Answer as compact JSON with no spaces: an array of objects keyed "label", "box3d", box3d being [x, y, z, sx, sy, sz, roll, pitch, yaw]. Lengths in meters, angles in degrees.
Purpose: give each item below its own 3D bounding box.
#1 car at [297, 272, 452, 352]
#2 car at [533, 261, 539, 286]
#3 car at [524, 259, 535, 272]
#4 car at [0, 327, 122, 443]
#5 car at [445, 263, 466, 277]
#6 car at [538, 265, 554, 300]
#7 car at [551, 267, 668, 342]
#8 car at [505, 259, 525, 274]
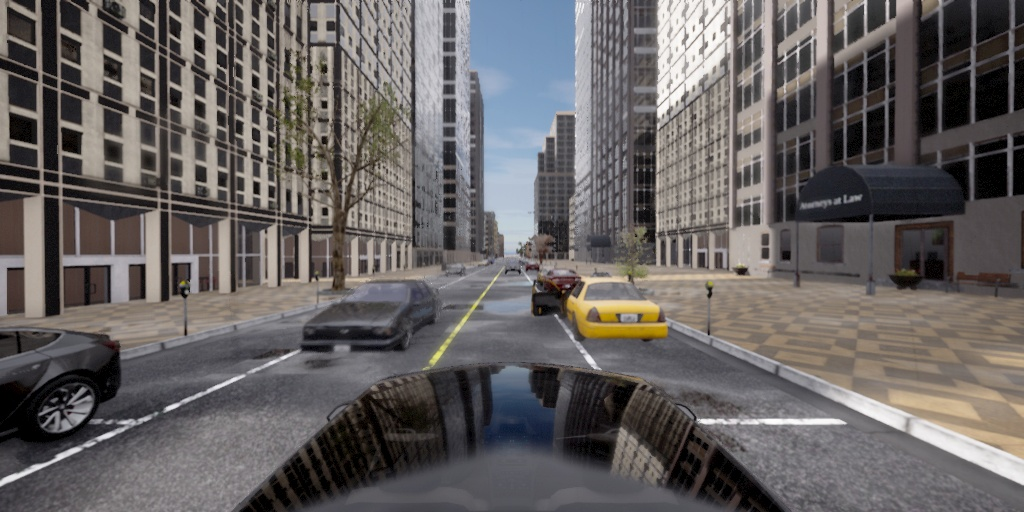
[{"label":"car","box3d":[-3.096,1.308,9.205,2.033,1.411,5.357,0,0,0]},{"label":"car","box3d":[2.694,1.306,25.397,1.751,1.417,4.829,0,0,0]},{"label":"car","box3d":[2.698,1.352,47.799,1.888,1.381,4.507,0,0,0]},{"label":"car","box3d":[-5.693,1.317,2.656,1.948,1.339,4.313,0,0,0]},{"label":"car","box3d":[-5.685,1.344,36.504,2.007,1.370,4.403,0,0,0]},{"label":"car","box3d":[2.692,1.319,19.585,1.888,1.381,4.507,0,0,0]},{"label":"car","box3d":[2.351,1.217,9.752,1.801,1.575,5.366,0,0,0]},{"label":"car","box3d":[0.102,1.348,42.893,2.033,1.411,5.357,0,0,0]}]
